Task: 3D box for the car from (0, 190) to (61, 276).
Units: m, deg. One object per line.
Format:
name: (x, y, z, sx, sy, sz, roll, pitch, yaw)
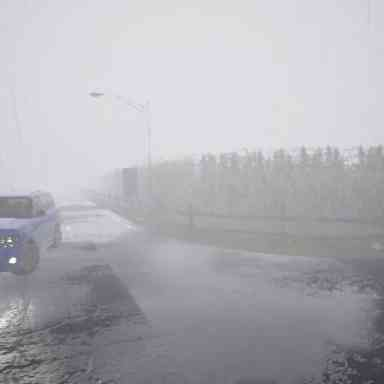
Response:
car: (-5.355, 1.010, 9.694, 2.150, 2.045, 5.566, 0, 2, -11)
